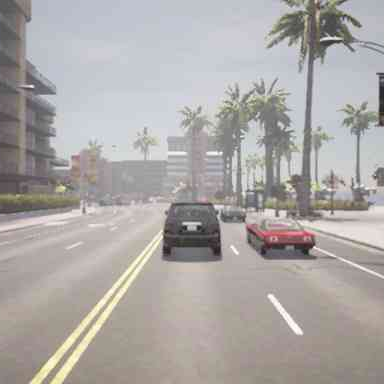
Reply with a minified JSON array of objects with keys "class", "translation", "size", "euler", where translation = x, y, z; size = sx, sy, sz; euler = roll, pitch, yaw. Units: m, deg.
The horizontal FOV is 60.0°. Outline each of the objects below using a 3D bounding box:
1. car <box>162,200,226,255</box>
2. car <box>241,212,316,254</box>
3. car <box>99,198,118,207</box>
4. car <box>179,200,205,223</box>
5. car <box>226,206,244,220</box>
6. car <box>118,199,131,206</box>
[{"class":"car","translation":[-0.001,1.348,14.023],"size":[2.150,2.045,5.566],"euler":[0,0,0]},{"class":"car","translation":[3.500,1.733,14.104],"size":[1.895,1.301,4.718],"euler":[0,0,0]},{"class":"car","translation":[-16.719,1.959,65.208],"size":[2.097,1.767,4.553],"euler":[0,-1,-30]},{"class":"car","translation":[-0.007,1.621,29.080],"size":[2.097,1.767,4.553],"euler":[0,-1,0]},{"class":"car","translation":[3.494,1.872,29.105],"size":[1.895,1.301,4.718],"euler":[0,0,0]},{"class":"car","translation":[-13.922,2.180,67.447],"size":[1.994,1.385,4.181],"euler":[0,-1,-32]}]
